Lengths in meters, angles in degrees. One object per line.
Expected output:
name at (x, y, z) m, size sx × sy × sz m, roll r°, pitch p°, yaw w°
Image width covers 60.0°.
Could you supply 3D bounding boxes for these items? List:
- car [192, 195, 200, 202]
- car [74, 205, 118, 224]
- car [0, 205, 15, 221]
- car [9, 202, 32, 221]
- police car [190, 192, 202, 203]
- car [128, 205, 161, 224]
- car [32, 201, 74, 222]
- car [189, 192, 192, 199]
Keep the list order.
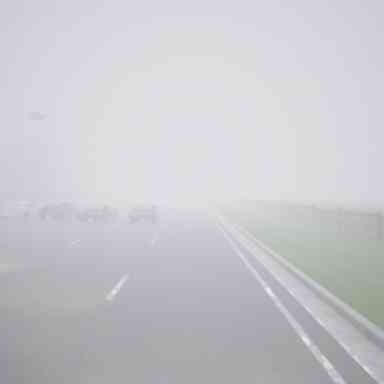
car at (1.030, 1.519, 81.575) m, size 1.837 × 1.490 × 4.892 m, roll 0°, pitch 0°, yaw 0°
car at (-6.906, 1.604, 24.894) m, size 1.895 × 1.301 × 4.718 m, roll 0°, pitch 0°, yaw 0°
car at (-3.401, 1.222, 1.538) m, size 2.150 × 2.045 × 5.566 m, roll 0°, pitch 0°, yaw 0°
car at (-13.907, 1.529, 27.433) m, size 1.812 × 1.442 × 4.674 m, roll 0°, pitch 0°, yaw 0°
police car at (1.033, 1.437, 71.685) m, size 1.930 × 1.638 × 5.238 m, roll 0°, pitch 0°, yaw 0°
car at (-3.406, 1.605, 24.895) m, size 1.895 × 1.301 × 4.718 m, roll 0°, pitch 0°, yaw 0°
car at (-10.406, 1.508, 26.421) m, size 1.837 × 1.490 × 4.892 m, roll 0°, pitch 0°, yaw 0°
car at (1.029, 1.365, 87.545) m, size 2.097 × 1.767 × 4.553 m, roll 0°, pitch 0°, yaw 0°
